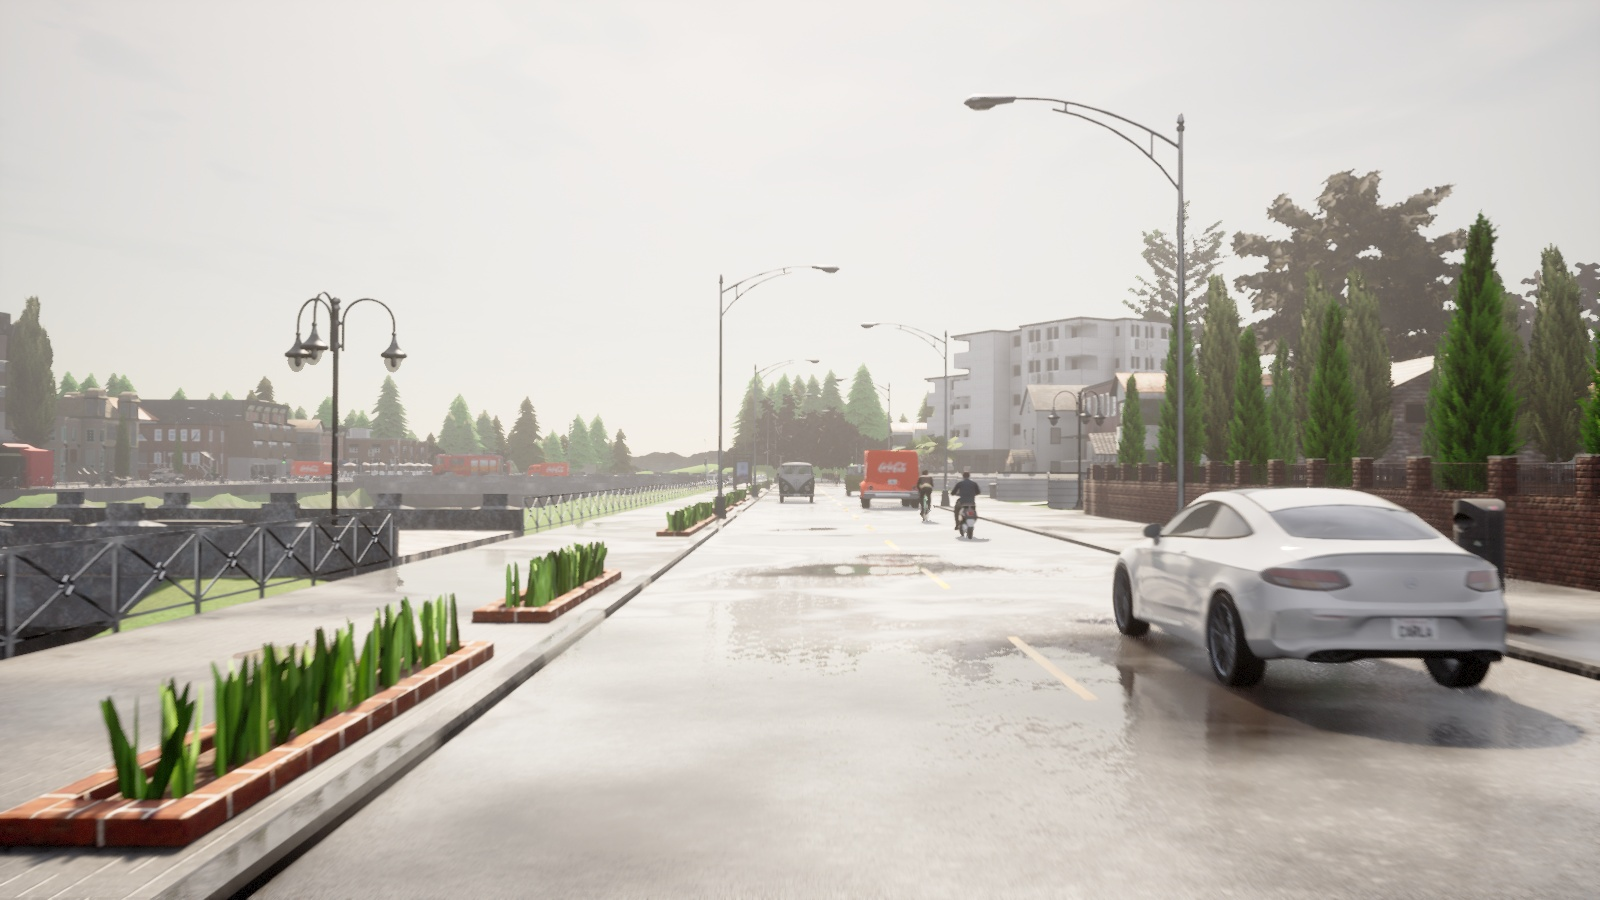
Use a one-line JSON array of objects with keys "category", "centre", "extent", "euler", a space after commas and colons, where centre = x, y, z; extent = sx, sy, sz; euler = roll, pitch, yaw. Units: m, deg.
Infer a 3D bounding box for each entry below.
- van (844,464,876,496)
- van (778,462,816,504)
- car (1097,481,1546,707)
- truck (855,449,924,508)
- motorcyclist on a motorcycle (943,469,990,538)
[{"category": "van", "centre": [3.811, 1.893, 80.082], "extent": [1.775, 1.987, 4.442], "euler": [0, -1, 0]}, {"category": "van", "centre": [-0.147, 1.606, 62.030], "extent": [1.775, 1.987, 4.442], "euler": [0, -1, 0]}, {"category": "car", "centre": [3.976, 1.002, 10.583], "extent": [1.812, 1.442, 4.674], "euler": [0, -1, 0]}, {"category": "truck", "centre": [3.869, 1.235, 55.138], "extent": [2.627, 2.467, 5.204], "euler": [0, -1, 0]}, {"category": "motorcyclist on a motorcycle", "centre": [3.930, 1.251, 29.797], "extent": [0.866, 1.590, 1.817], "euler": [0, -1, 0]}]
